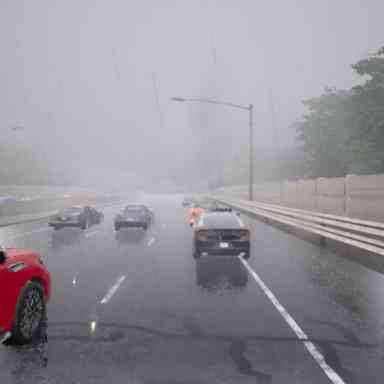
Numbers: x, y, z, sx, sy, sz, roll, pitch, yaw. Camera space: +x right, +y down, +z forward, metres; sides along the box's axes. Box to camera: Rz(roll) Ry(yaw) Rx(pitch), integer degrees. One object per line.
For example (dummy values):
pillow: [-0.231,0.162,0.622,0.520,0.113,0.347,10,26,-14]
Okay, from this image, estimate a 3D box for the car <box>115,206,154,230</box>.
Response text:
car: [-3.546,1.546,21.043,1.994,1.385,4.181,0,0,0]

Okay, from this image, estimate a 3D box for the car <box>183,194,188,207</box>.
car: [-0.327,1.410,47.722,1.994,1.385,4.181,0,0,0]

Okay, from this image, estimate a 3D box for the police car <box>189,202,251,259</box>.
police car: [0.963,1.420,12.737,1.930,1.638,5.238,0,0,0]

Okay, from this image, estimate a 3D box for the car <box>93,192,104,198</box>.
car: [-21.543,0.964,77.789,2.097,1.767,4.553,0,0,0]

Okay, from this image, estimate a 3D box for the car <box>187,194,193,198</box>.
car: [0.851,1.309,28.595,2.097,1.767,4.553,0,0,0]

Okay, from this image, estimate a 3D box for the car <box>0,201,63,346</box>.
car: [-3.420,1.220,3.194,2.150,2.045,5.566,0,0,0]

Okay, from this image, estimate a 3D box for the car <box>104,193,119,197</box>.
car: [-18.032,0.990,76.147,2.097,1.767,4.553,0,0,0]

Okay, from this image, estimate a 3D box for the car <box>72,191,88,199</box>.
car: [-25.019,0.885,74.371,2.150,2.045,5.566,0,0,0]

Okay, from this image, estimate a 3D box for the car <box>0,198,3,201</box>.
car: [-21.356,1.393,37.197,1.882,1.535,5.008,0,0,0]

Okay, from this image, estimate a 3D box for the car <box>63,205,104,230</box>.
car: [-7.044,1.530,20.747,2.033,1.411,5.357,0,0,0]

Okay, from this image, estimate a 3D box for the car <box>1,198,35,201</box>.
car: [-17.846,1.526,35.465,1.895,1.301,4.718,0,0,0]

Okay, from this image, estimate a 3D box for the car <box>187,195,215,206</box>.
car: [0.893,1.329,22.595,2.097,1.767,4.553,0,0,0]
